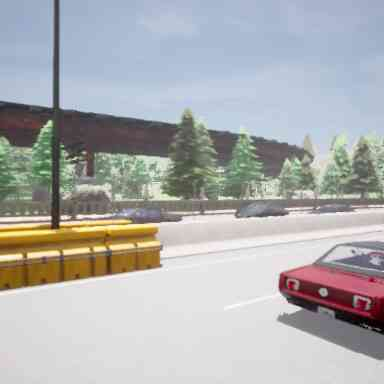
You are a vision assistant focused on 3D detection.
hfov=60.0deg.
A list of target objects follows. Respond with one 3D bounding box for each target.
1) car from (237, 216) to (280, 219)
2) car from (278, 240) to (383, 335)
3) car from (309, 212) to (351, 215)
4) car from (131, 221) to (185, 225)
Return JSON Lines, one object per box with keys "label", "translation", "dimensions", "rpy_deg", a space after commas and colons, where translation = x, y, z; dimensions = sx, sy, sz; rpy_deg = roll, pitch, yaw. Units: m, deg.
{"label": "car", "translation": [5.431, 1.624, 24.942], "dimensions": [4.674, 1.442, 1.812], "rpy_deg": [0, 0, -36]}
{"label": "car", "translation": [3.940, 1.637, 6.559], "dimensions": [4.718, 1.301, 1.895], "rpy_deg": [0, 0, -36]}
{"label": "car", "translation": [10.157, 1.663, 24.014], "dimensions": [4.892, 1.490, 1.837], "rpy_deg": [0, 0, -36]}
{"label": "car", "translation": [-2.974, 1.592, 18.946], "dimensions": [5.357, 1.411, 2.033], "rpy_deg": [0, 0, -36]}
